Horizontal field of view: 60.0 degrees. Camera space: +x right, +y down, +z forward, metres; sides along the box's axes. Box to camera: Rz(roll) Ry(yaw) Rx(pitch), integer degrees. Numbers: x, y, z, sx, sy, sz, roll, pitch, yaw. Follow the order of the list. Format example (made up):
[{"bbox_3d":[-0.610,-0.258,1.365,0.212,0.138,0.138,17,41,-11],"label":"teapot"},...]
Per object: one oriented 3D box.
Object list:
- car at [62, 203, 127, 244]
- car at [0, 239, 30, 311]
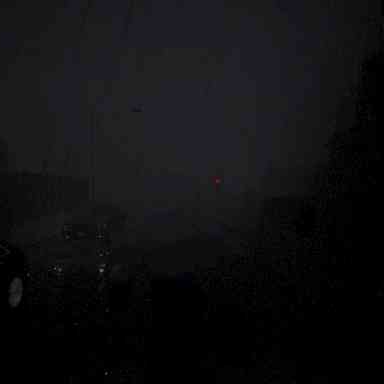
[{"bbox_3d":[-4.228,1.295,15.080,1.882,1.535,5.008,0,1,0],"label":"car"},{"bbox_3d":[-4.135,1.461,4.734,1.837,1.490,4.892,0,1,-1],"label":"car"}]
